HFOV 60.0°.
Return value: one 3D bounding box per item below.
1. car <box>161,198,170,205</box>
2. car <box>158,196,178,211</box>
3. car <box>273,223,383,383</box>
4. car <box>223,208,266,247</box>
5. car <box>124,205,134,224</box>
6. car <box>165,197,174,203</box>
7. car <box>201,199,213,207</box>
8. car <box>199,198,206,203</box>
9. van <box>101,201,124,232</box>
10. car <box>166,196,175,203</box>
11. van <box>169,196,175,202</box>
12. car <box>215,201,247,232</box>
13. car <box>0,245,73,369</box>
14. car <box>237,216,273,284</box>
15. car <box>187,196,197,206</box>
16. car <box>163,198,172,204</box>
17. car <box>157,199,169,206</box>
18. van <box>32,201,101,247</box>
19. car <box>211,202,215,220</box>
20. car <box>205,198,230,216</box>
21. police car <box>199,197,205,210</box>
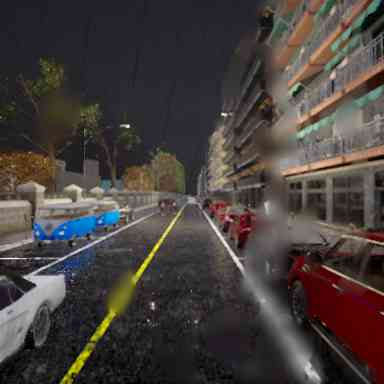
[{"bbox_3d":[-5.659,2.058,71.462,1.802,1.307,4.206,0,0,0],"label":"car"},{"bbox_3d":[-3.059,1.647,45.708,2.097,1.767,4.553,0,0,0],"label":"car"},{"bbox_3d":[2.695,1.338,3.897,2.192,1.841,5.009,0,0,0],"label":"car"},{"bbox_3d":[2.698,1.635,15.156,1.887,1.381,4.507,0,0,0],"label":"car"},{"bbox_3d":[-5.677,1.712,26.419,2.008,1.369,4.403,0,0,0],"label":"car"},{"bbox_3d":[-5.654,2.004,82.719,1.967,1.590,4.097,0,0,0],"label":"car"},{"bbox_3d":[2.717,1.948,60.197,2.008,1.369,4.403,0,0,0],"label":"car"},{"bbox_3d":[2.728,2.193,88.345,1.802,1.307,4.206,0,0,0],"label":"car"},{"bbox_3d":[-5.679,1.466,20.790,1.690,1.788,3.998,0,0,0],"label":"van"},{"bbox_3d":[-5.652,1.926,88.351,2.192,1.841,5.009,0,0,0],"label":"car"},{"bbox_3d":[-5.650,2.000,93.981,1.690,1.788,3.998,0,0,0],"label":"van"},{"bbox_3d":[2.701,1.565,20.786,1.967,1.590,4.097,0,0,0],"label":"car"},{"bbox_3d":[-3.098,1.622,3.521,1.895,1.301,4.718,0,0,0],"label":"car"},{"bbox_3d":[2.696,1.607,9.527,2.008,1.369,4.403,0,0,0],"label":"car"},{"bbox_3d":[0.030,1.971,67.124,1.812,1.442,4.674,0,0,0],"label":"car"},{"bbox_3d":[-5.656,2.062,77.091,1.887,1.381,4.507,0,0,0],"label":"car"},{"bbox_3d":[-5.661,2.002,65.832,1.947,1.339,4.313,0,0,0],"label":"car"},{"bbox_3d":[-5.682,1.431,15.161,1.690,1.788,3.998,0,0,0],"label":"van"},{"bbox_3d":[2.703,1.744,26.416,1.802,1.307,4.206,0,0,0],"label":"car"},{"bbox_3d":[2.706,1.515,32.047,2.192,1.841,5.009,0,0,0],"label":"car"},{"bbox_3d":[2.387,1.735,47.866,1.930,1.638,5.238,0,0,0],"label":"police car"}]
